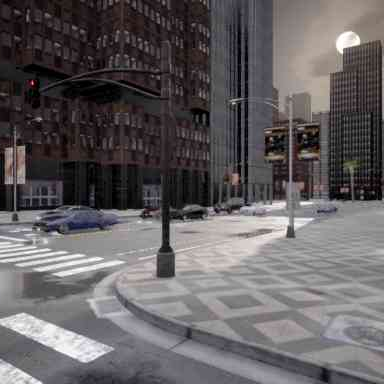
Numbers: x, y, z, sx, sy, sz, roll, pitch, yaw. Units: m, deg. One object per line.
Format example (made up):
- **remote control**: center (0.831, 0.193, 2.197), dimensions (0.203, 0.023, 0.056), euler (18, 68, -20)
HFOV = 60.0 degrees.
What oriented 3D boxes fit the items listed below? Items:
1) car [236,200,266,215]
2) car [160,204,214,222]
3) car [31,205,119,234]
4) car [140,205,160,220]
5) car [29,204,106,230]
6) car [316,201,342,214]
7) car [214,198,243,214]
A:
- **car**: center (7.747, 2.114, 41.926), dimensions (1.812, 1.442, 4.674), euler (0, 0, 36)
- **car**: center (-0.384, 1.860, 30.473), dimensions (1.882, 1.535, 5.008), euler (0, -1, 35)
- **car**: center (-7.124, 1.760, 20.958), dimensions (2.033, 1.411, 5.357), euler (0, -1, 35)
- **car**: center (-3.102, 1.940, 32.270), dimensions (1.994, 1.385, 4.181), euler (0, -1, 35)
- **car**: center (-8.862, 1.723, 24.125), dimensions (2.128, 1.511, 4.902), euler (0, -1, 35)
- **car**: center (18.673, 2.284, 45.805), dimensions (2.033, 1.411, 5.357), euler (0, -1, 35)
- **car**: center (4.993, 1.799, 43.667), dimensions (2.150, 2.045, 5.566), euler (0, 0, 36)
